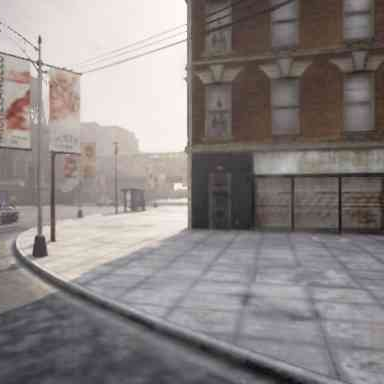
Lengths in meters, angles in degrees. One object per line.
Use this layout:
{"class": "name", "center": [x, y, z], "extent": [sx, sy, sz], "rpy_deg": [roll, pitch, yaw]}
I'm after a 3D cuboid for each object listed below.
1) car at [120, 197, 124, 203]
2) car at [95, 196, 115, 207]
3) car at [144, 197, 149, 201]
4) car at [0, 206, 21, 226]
{"class": "car", "center": [-15.815, 1.658, 83.038], "extent": [2.435, 2.045, 5.566], "rpy_deg": [0, 0, 14]}
{"class": "car", "center": [-15.226, 1.875, 58.299], "extent": [1.994, 1.385, 4.181], "rpy_deg": [0, 0, 14]}
{"class": "car", "center": [-14.071, 2.055, 90.225], "extent": [1.895, 1.301, 4.718], "rpy_deg": [0, 0, 14]}
{"class": "car", "center": [-14.489, 1.712, 24.751], "extent": [1.994, 1.385, 4.181], "rpy_deg": [0, 0, -5]}
